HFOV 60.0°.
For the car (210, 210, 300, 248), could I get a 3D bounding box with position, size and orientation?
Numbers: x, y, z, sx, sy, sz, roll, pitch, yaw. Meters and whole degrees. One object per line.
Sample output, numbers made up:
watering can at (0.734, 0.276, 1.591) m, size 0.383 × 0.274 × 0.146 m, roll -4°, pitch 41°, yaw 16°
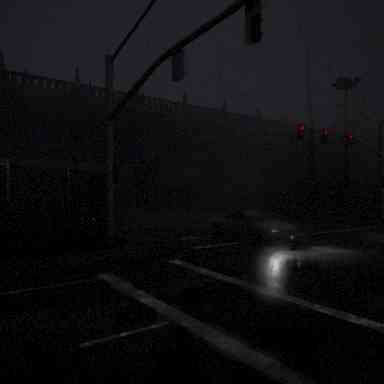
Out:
car at (2.692, 1.566, 15.340) m, size 1.812 × 1.442 × 4.674 m, roll 0°, pitch 0°, yaw -36°
